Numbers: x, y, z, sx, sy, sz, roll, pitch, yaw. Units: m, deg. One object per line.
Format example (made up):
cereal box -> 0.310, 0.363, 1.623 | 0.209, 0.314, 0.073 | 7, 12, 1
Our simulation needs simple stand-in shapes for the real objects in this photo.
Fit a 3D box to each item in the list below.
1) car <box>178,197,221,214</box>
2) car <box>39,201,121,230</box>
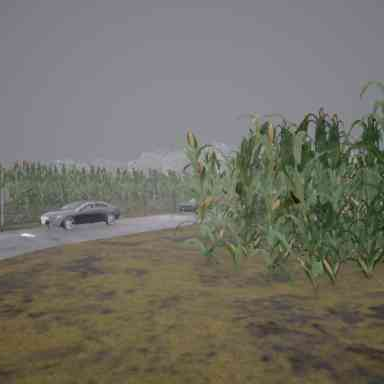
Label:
car -> 0.727, 1.092, 29.605 | 1.882, 1.535, 5.008 | 0, 1, 36
car -> -6.436, 1.290, 19.579 | 2.128, 1.511, 4.902 | 0, 1, 36
